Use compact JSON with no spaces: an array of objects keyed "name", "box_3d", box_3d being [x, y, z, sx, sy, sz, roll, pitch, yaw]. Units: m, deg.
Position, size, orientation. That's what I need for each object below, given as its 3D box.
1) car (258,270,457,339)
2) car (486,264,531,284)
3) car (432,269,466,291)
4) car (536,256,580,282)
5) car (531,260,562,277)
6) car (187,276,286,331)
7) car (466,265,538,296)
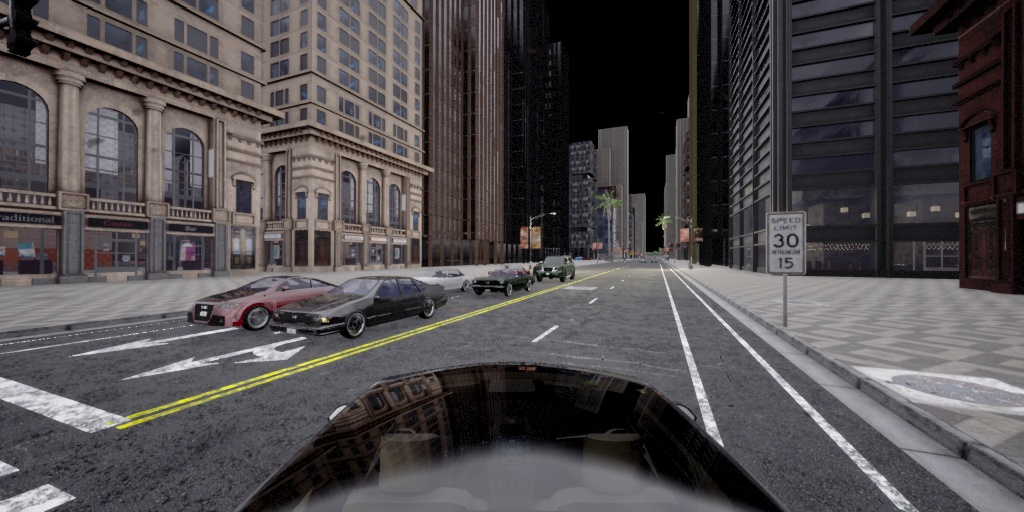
[{"name":"car","box_3d":[-3.969,1.299,10.542,2.033,1.411,5.357,0,0,22]},{"name":"car","box_3d":[-0.177,1.364,28.469,1.895,1.301,4.718,0,0,22]},{"name":"car","box_3d":[-3.936,1.356,19.244,1.895,1.301,4.718,0,0,22]},{"name":"car","box_3d":[3.686,0.986,29.328,2.150,2.045,5.566,0,0,22]},{"name":"car","box_3d":[3.708,1.250,37.907,1.882,1.535,5.008,0,0,23]},{"name":"car","box_3d":[-7.236,1.315,11.128,1.994,1.385,4.181,0,0,22]},{"name":"car","box_3d":[-0.352,1.357,19.423,1.895,1.301,4.718,0,0,22]}]
